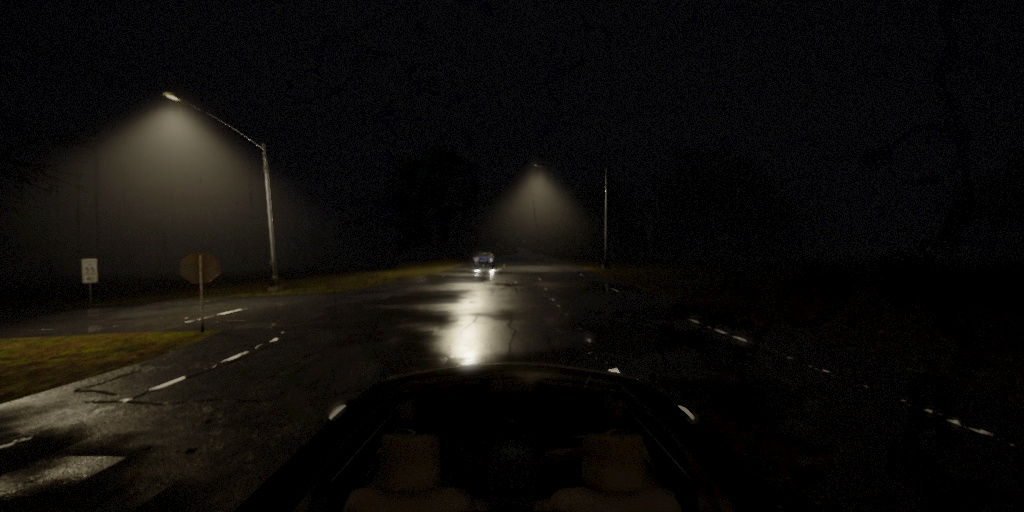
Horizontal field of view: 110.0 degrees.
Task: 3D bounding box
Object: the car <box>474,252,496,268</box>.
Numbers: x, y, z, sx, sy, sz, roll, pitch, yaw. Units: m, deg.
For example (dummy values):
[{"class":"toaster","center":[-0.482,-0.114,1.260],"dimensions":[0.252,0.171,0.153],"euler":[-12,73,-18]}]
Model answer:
[{"class":"car","center":[-2.871,0.359,39.009],"dimensions":[2.097,1.767,4.553],"euler":[0,1,2]}]
